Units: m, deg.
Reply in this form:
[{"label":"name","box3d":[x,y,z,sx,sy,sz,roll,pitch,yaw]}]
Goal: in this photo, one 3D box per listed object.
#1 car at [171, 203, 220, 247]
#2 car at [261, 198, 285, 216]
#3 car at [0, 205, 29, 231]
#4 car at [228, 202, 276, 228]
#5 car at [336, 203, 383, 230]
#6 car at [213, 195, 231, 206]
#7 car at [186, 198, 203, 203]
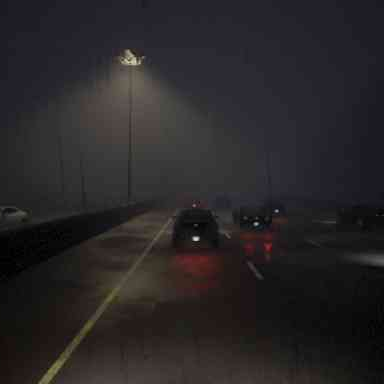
[{"label":"car","box3d":[0.159,1.463,14.708,1.837,1.490,4.892,0,0,0]},{"label":"car","box3d":[7.228,1.334,30.747,1.837,1.490,4.892,0,1,0]},{"label":"car","box3d":[-10.485,1.451,17.709,1.812,1.442,4.674,0,0,1]},{"label":"car","box3d":[3.688,1.518,21.265,1.895,1.301,4.718,0,0,0]},{"label":"car","box3d":[10.685,1.434,20.670,1.837,1.490,4.892,0,0,0]},{"label":"car","box3d":[3.777,1.150,41.958,1.882,1.535,5.008,0,1,0]},{"label":"car","box3d":[0.249,1.327,35.410,1.994,1.385,4.181,0,1,0]}]
